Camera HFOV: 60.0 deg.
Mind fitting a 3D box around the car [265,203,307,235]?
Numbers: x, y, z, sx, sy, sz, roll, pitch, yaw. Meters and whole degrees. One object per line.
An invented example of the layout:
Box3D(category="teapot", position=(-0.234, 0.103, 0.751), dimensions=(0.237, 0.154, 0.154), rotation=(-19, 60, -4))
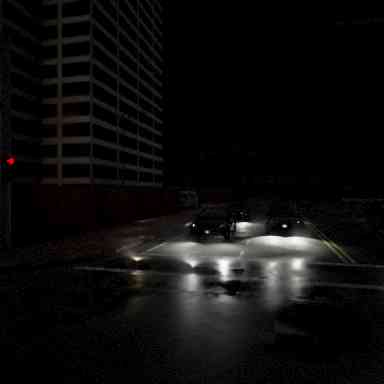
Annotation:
Box3D(category="car", position=(5.212, 1.564, 18.914), dimensions=(1.994, 1.385, 4.181), rotation=(0, 0, 14))

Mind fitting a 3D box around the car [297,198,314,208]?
Box3D(category="car", position=(16.128, 1.561, 47.570), dimensions=(1.994, 1.385, 4.181), rotation=(0, 0, 12))

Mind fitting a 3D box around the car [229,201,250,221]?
Box3D(category="car", position=(3.711, 1.505, 27.343), dimensions=(1.837, 1.490, 4.892), rotation=(0, 0, 14))

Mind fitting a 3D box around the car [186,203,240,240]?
Box3D(category="car", position=(1.222, 1.526, 17.292), dimensions=(1.812, 1.442, 4.674), rotation=(0, 0, 13))

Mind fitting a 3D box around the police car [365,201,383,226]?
Box3D(category="police car", position=(13.583, 1.425, 23.172), dimensions=(1.930, 1.638, 5.238), rotation=(0, 0, 14))
